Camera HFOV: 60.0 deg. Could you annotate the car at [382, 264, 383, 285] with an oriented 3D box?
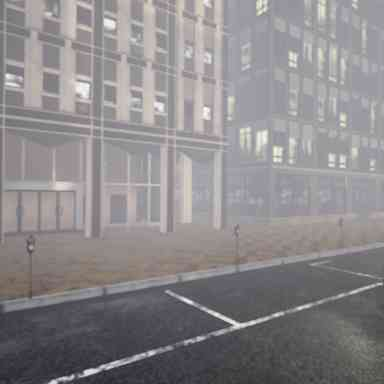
[{"bbox_3d":[6.518,1.606,8.028,5.008,1.535,1.882,1,-1,-35],"label":"car"}]
